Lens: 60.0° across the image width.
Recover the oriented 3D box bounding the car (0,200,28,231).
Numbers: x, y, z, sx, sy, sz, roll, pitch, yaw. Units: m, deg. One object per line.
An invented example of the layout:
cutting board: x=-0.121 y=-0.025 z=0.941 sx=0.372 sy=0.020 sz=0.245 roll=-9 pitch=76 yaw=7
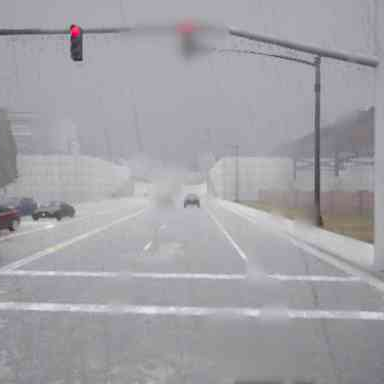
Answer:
car: x=-10.537 y=1.373 z=16.633 sx=1.882 sy=1.535 sz=5.008 roll=0 pitch=0 yaw=0

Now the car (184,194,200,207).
car: x=0.012 y=1.070 z=44.691 sx=2.097 sy=1.767 sz=4.553 roll=0 pitch=0 yaw=0

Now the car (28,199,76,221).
car: x=-10.550 y=1.403 z=25.626 sx=1.994 sy=1.385 sz=4.181 roll=0 pitch=0 yaw=0

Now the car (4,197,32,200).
car: x=-14.037 y=1.186 z=26.301 sx=2.097 sy=1.767 sz=4.553 roll=0 pitch=0 yaw=0

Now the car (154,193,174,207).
car: x=-3.488 y=1.211 z=44.786 sx=2.128 sy=1.511 sz=4.902 roll=0 pitch=1 yaw=0
